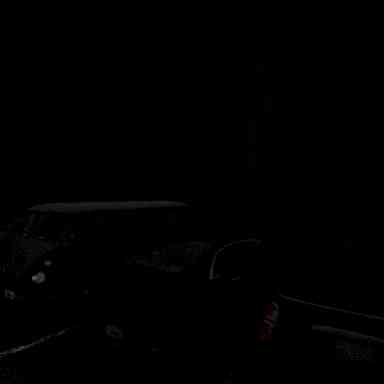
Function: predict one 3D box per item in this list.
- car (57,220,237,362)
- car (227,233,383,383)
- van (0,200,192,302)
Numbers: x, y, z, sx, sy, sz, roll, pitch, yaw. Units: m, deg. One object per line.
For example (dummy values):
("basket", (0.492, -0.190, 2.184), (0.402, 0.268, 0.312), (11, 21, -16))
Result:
("car", (0.459, 1.452, 6.040), (2.231, 1.521, 4.892), (1, 0, 36))
("car", (2.583, 1.351, 4.492), (2.185, 1.767, 4.553), (1, 0, 36))
("van", (-1.848, 1.195, 7.551), (1.878, 1.987, 4.442), (1, 1, 36))
